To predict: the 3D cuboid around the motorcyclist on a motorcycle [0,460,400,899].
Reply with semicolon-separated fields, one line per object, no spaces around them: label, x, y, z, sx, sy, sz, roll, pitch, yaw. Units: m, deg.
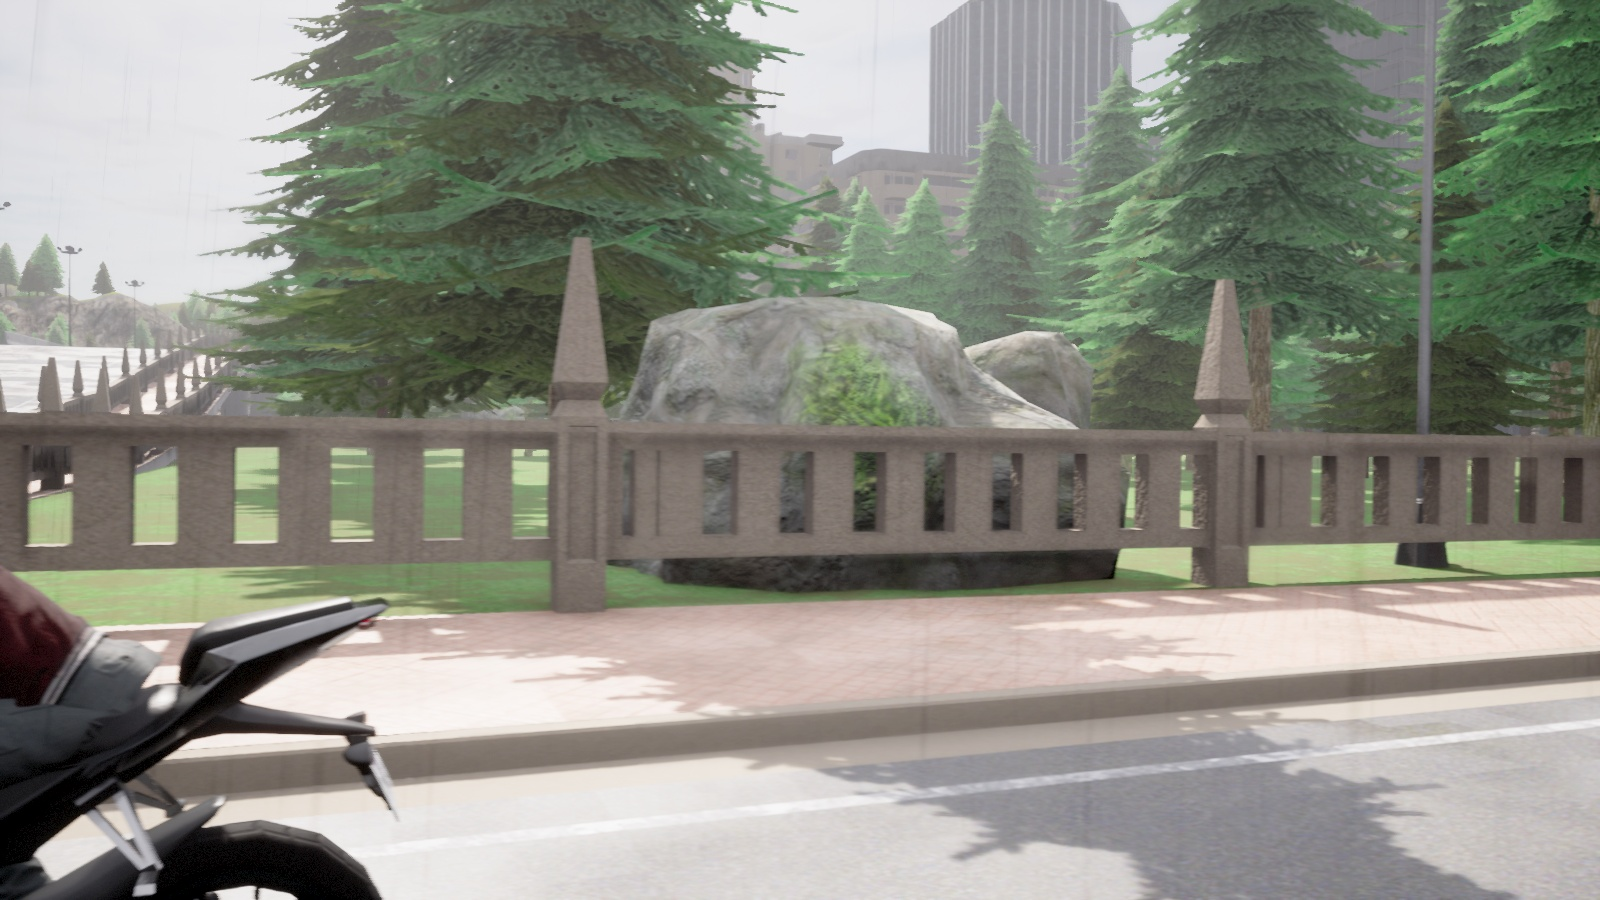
motorcyclist on a motorcycle;-1.968;0.814;2.492;2.191;1.530;0.866;-1;1;-21
